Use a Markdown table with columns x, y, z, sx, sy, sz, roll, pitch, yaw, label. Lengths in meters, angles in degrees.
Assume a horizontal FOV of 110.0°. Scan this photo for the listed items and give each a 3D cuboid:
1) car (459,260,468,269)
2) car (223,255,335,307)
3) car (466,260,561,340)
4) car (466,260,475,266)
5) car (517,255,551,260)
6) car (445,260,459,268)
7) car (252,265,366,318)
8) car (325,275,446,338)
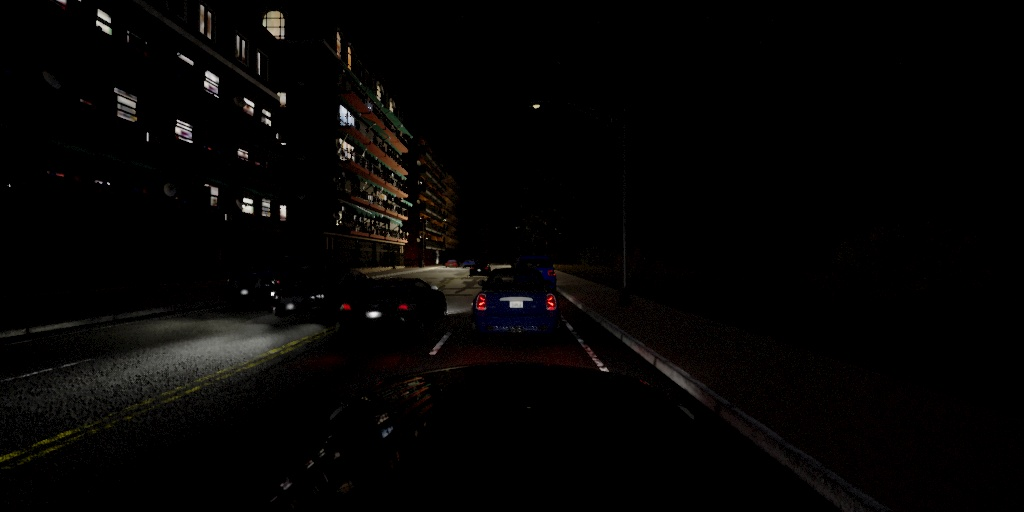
| x | y | z | sx | sy | sz | roll | pitch | yaw | label |
| --- | --- | --- | --- | --- | --- | --- | --- | --- | --- |
| -6.600 | 1.276 | 55.974 | 1.812 | 1.442 | 4.674 | 0 | 0 | 0 | car |
| -9.853 | 0.973 | 15.965 | 2.150 | 2.045 | 5.566 | 0 | 0 | 0 | car |
| 0.095 | 1.103 | 10.150 | 2.097 | 1.767 | 4.553 | 0 | 0 | 0 | car |
| -3.156 | 1.316 | 36.443 | 1.994 | 1.385 | 4.181 | 0 | 0 | 0 | car |
| 1.132 | 0.977 | 19.725 | 2.150 | 2.045 | 5.566 | 0 | 0 | 0 | car |
| -9.840 | 1.314 | 59.285 | 1.994 | 1.385 | 4.181 | 0 | 0 | 0 | car |
| -6.604 | 1.243 | 13.126 | 2.128 | 1.511 | 4.902 | 0 | 0 | 0 | car |
| -3.154 | 1.315 | 10.170 | 1.994 | 1.385 | 4.181 | 0 | 0 | 0 | car |
